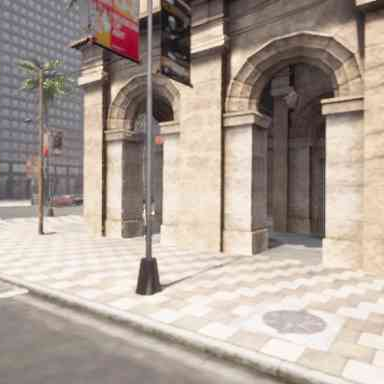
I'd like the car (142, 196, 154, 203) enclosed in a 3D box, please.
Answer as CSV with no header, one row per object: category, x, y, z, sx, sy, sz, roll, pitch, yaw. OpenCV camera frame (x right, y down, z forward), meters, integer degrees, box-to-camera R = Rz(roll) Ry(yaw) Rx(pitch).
car,-8.128,1.289,55.326,1.895,1.301,4.718,1,0,36

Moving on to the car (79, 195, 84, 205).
car,-16.634,1.176,48.810,2.161,1.482,4.786,1,0,35

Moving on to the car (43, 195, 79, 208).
car,-17.272,1.252,42.614,1.994,1.385,4.181,1,0,36
